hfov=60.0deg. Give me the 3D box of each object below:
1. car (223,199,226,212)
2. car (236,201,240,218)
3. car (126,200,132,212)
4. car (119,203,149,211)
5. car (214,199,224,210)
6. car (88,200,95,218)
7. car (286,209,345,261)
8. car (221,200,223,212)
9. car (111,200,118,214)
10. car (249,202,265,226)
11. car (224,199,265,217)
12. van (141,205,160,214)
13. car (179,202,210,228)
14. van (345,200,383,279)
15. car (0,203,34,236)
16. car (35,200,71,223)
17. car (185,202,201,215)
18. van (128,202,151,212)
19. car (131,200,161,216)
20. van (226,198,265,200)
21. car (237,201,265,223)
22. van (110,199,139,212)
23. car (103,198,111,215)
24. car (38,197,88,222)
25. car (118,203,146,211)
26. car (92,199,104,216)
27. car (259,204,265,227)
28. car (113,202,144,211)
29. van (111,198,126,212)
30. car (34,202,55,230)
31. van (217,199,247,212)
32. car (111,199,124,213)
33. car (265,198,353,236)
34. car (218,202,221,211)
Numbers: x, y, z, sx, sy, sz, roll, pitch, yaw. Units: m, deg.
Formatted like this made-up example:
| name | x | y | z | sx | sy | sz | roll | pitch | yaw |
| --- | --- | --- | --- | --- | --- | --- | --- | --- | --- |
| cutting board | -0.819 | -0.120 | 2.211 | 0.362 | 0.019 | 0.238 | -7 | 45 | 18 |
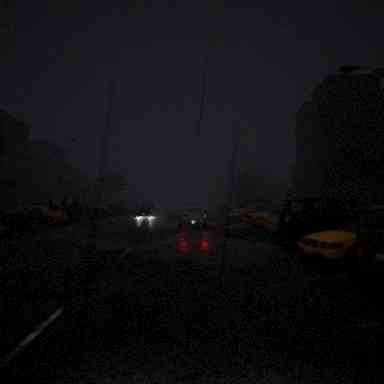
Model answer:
| name | x | y | z | sx | sy | sz | roll | pitch | yaw |
| --- | --- | --- | --- | --- | --- | --- | --- | --- | --- |
| car | 6.413 | 1.800 | 38.445 | 4.553 | 1.767 | 2.185 | 1 | -2 | -20 |
| car | 6.360 | 1.719 | 26.466 | 4.792 | 1.488 | 2.163 | 1 | -1 | -20 |
| car | -11.311 | 2.195 | 47.034 | 4.674 | 1.452 | 2.002 | 0 | -2 | -20 |
| car | -11.287 | 2.928 | 64.525 | 5.366 | 1.575 | 1.946 | 0 | -4 | -19 |
| car | 6.491 | 1.917 | 47.415 | 5.566 | 2.045 | 2.435 | 1 | -2 | -19 |
| car | -11.411 | 1.728 | 29.433 | 4.892 | 1.521 | 2.231 | -1 | -1 | -20 |
| car | 6.198 | 1.529 | 11.456 | 5.366 | 1.575 | 1.946 | 1 | 0 | -20 |
| car | 6.458 | 2.040 | 41.440 | 4.674 | 1.452 | 2.002 | 1 | -2 | -19 |
| car | -11.345 | 1.945 | 38.250 | 4.792 | 1.488 | 2.163 | 0 | -2 | -20 |
| car | 6.548 | 1.609 | 20.560 | 5.366 | 1.575 | 1.946 | 1 | -1 | -20 |
| car | 6.237 | 1.789 | 32.397 | 5.366 | 1.575 | 1.946 | 1 | -1 | -20 |
| van | -10.669 | 4.479 | 85.086 | 4.442 | 1.987 | 1.878 | 1 | -6 | -19 |
| car | 0.071 | 1.672 | 23.113 | 1.812 | 1.442 | 4.674 | 0 | -1 | 0 |
| van | 6.489 | 1.297 | 8.568 | 4.442 | 1.987 | 1.878 | 1 | -1 | -20 |
| car | -11.435 | 1.563 | 17.703 | 5.008 | 1.535 | 2.097 | -1 | 0 | -20 |
| car | -11.608 | 1.632 | 23.508 | 5.366 | 1.575 | 1.946 | -1 | 0 | -20 |
| car | 0.166 | 1.973 | 40.868 | 1.882 | 1.535 | 5.008 | 0 | -2 | 0 |
| van | -11.142 | 3.119 | 70.403 | 4.442 | 1.987 | 1.878 | 1 | -4 | -19 |
| car | -5.055 | 1.964 | 37.462 | 2.033 | 1.411 | 5.357 | 0 | -1 | 0 |
| van | 6.319 | 1.628 | 35.417 | 4.442 | 1.987 | 1.878 | 1 | -1 | -20 |
| car | 6.207 | 1.639 | 23.425 | 5.366 | 1.575 | 1.946 | 1 | -1 | -20 |
| van | -11.336 | 2.237 | 55.793 | 4.442 | 1.987 | 1.878 | 0 | -2 | -19 |
| car | -11.360 | 1.720 | 35.311 | 4.553 | 1.767 | 2.185 | 0 | -1 | -20 |
| car | -11.456 | 1.428 | 26.491 | 5.566 | 2.045 | 2.435 | -1 | -1 | -20 |
| car | -11.159 | 2.756 | 61.673 | 4.892 | 1.521 | 2.231 | 0 | -3 | -19 |
| car | -11.398 | 1.786 | 32.370 | 4.892 | 1.521 | 2.231 | 0 | -1 | -20 |
| car | 6.547 | 1.577 | 17.568 | 5.366 | 1.575 | 1.946 | 1 | -1 | -20 |
| car | -11.196 | 2.599 | 58.750 | 5.008 | 1.535 | 2.097 | 0 | -3 | -19 |
| van | -11.443 | 1.844 | 44.068 | 4.442 | 1.987 | 1.878 | 0 | -1 | -20 |
| car | -11.445 | 1.597 | 20.634 | 5.008 | 1.535 | 2.097 | -1 | -1 | -20 |
| van | 6.456 | 2.137 | 53.375 | 4.442 | 1.987 | 1.878 | 1 | -3 | -19 |
| car | -11.360 | 1.989 | 41.168 | 5.008 | 1.535 | 2.097 | 0 | -2 | -20 |
| car | 6.399 | 1.302 | 14.526 | 5.566 | 2.045 | 2.435 | 1 | -1 | -20 |
| car | 6.512 | 2.112 | 44.444 | 4.792 | 1.488 | 2.163 | 1 | -2 | -19 |
